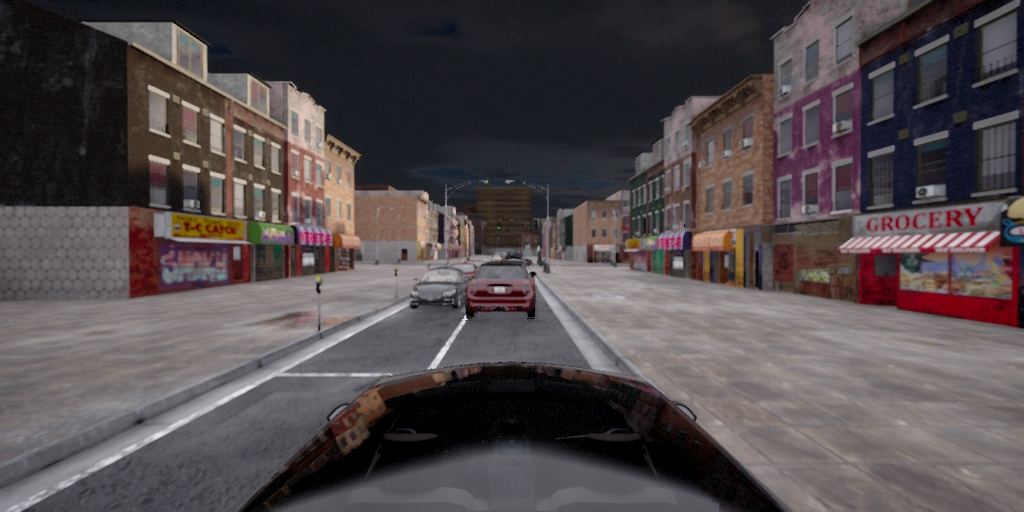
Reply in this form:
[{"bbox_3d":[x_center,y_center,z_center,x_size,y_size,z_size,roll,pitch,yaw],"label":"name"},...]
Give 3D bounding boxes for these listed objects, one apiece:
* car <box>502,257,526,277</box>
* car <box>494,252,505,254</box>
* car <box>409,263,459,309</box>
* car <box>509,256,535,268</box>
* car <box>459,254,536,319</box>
[{"bbox_3d":[0.098,0.850,29.877,1.837,1.490,4.892,0,1,-1],"label":"car"},{"bbox_3d":[-2.643,0.458,62.022,1.751,1.417,4.829,0,0,0],"label":"car"},{"bbox_3d":[-2.638,1.121,13.758,2.007,1.370,4.403,0,0,0],"label":"car"},{"bbox_3d":[1.250,0.727,44.009,1.994,1.385,4.181,0,1,19],"label":"car"},{"bbox_3d":[-0.246,0.944,12.287,2.097,1.767,4.553,0,1,3],"label":"car"}]
